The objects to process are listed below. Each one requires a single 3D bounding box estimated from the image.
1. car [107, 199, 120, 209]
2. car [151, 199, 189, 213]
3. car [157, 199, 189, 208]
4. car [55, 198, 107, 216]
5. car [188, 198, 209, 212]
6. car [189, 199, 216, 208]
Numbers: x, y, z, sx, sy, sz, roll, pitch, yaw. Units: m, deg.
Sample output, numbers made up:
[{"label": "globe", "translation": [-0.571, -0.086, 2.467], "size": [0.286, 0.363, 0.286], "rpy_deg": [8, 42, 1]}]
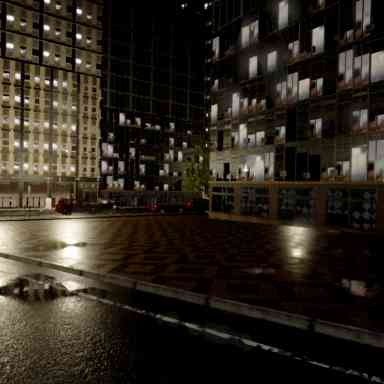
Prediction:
[{"label": "car", "translation": [-12.282, 1.722, 46.546], "size": [4.403, 1.369, 2.008], "rpy_deg": [1, 1, -34]}, {"label": "car", "translation": [-3.162, 1.967, 43.229], "size": [4.507, 1.381, 1.887], "rpy_deg": [1, 1, -34]}, {"label": "car", "translation": [-3.055, 1.787, 52.837], "size": [4.829, 1.417, 1.752], "rpy_deg": [1, 1, -34]}, {"label": "car", "translation": [-12.524, 1.647, 36.839], "size": [5.009, 1.841, 2.192], "rpy_deg": [1, 1, -34]}, {"label": "car", "translation": [1.527, 1.783, 46.419], "size": [5.009, 1.841, 2.192], "rpy_deg": [1, 1, -34]}, {"label": "car", "translation": [1.769, 1.874, 56.127], "size": [4.313, 1.339, 1.947], "rpy_deg": [1, 1, -34]}]
